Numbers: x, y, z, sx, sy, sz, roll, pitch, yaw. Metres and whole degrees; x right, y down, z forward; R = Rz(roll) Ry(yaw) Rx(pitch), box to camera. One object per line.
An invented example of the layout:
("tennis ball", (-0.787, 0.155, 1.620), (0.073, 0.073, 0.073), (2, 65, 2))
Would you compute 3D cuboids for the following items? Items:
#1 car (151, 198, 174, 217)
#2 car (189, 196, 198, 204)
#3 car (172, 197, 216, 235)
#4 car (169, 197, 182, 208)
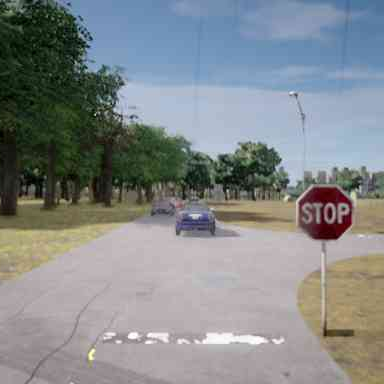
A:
("car", (-2.686, 1.559, 31.479), (1.994, 1.385, 4.181), (0, 0, 2))
("car", (0.335, 1.713, 71.096), (1.837, 1.490, 4.892), (0, -1, 0))
("car", (0.190, 1.335, 18.998), (2.097, 1.767, 4.553), (0, 0, 0))
("car", (-2.572, 1.585, 51.846), (1.837, 1.490, 4.892), (0, 0, 0))
